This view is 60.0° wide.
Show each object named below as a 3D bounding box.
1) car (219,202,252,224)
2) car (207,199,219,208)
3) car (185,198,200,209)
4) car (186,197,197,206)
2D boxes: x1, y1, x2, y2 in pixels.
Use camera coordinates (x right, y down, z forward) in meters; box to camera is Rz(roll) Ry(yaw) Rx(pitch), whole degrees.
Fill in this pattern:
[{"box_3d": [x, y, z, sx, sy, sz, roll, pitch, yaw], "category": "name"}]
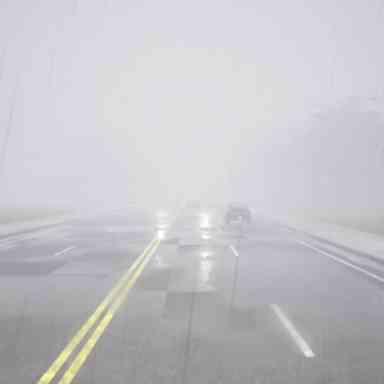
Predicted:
[{"box_3d": [3.302, 1.535, 25.078, 1.837, 1.490, 4.892, 0, 0, 0], "category": "car"}, {"box_3d": [3.245, 1.780, 50.952, 1.895, 1.301, 4.718, 0, 0, 0], "category": "car"}, {"box_3d": [0.085, 1.635, 46.693, 2.128, 1.511, 4.902, 0, -1, 0], "category": "car"}, {"box_3d": [-0.014, 1.733, 59.876, 1.882, 1.535, 5.008, 0, -1, 0], "category": "car"}]
